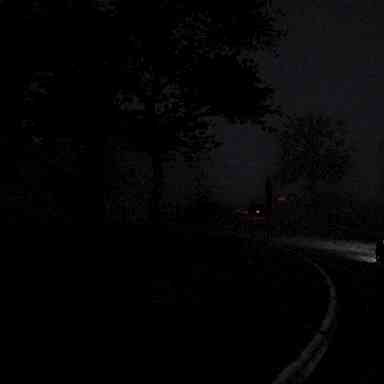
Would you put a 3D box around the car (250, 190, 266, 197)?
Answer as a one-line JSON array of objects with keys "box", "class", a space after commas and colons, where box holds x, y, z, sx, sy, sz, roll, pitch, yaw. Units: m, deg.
[{"box": [15.754, 0.876, 81.447, 2.097, 1.535, 5.008, 0, 1, 28], "class": "car"}]

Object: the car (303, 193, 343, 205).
[{"box": [19.887, 1.337, 50.574, 4.892, 1.521, 2.231, 0, 1, 23], "class": "car"}]

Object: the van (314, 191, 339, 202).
[{"box": [26.550, 0.842, 65.455, 4.442, 1.987, 1.878, 0, 1, 25], "class": "van"}]

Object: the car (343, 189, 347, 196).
[{"box": [35.176, 0.686, 82.648, 4.792, 1.488, 2.163, 0, 1, 30], "class": "car"}]

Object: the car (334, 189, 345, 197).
[{"box": [23.175, 0.960, 58.143, 5.566, 2.045, 2.435, 0, 1, 24], "class": "car"}]

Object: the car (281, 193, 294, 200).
[{"box": [20.636, 0.957, 71.461, 1.895, 1.301, 4.718, 0, 1, 26], "class": "car"}]

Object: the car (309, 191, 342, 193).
[{"box": [21.010, 1.170, 53.088, 4.553, 1.767, 2.185, 0, 1, 23], "class": "car"}]

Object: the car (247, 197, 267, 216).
[{"box": [6.764, 1.616, 34.108, 1.837, 1.490, 4.892, 0, 1, 11], "class": "car"}]

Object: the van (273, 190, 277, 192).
[{"box": [20.966, 0.422, 91.073, 1.878, 1.987, 4.442, 0, 1, 30], "class": "van"}]

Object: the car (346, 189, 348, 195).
[{"box": [37.894, 0.296, 87.383, 5.566, 2.045, 2.435, 0, 1, 31], "class": "car"}]

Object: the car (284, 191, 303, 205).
[{"box": [17.264, 1.144, 56.218, 2.097, 1.767, 4.553, 0, 1, 23], "class": "car"}]

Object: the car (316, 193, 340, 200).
[{"box": [28.807, 1.001, 70.432, 4.674, 1.452, 2.002, 0, 1, 26], "class": "car"}]

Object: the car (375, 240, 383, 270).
[{"box": [6.056, 1.624, 8.146, 2.033, 1.411, 5.357, 0, 0, 17], "class": "car"}]

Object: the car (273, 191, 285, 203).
[{"box": [16.526, 1.182, 62.463, 1.882, 1.535, 5.008, 0, 1, 24], "class": "car"}]

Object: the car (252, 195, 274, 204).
[{"box": [9.296, 1.550, 43.848, 1.994, 1.385, 4.181, 0, 1, 19], "class": "car"}]

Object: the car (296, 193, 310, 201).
[{"box": [23.721, 1.039, 70.937, 2.128, 1.511, 4.902, 0, 1, 26], "class": "car"}]

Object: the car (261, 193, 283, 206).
[{"box": [12.691, 1.403, 53.302, 2.033, 1.411, 5.357, 0, 1, 23], "class": "car"}]

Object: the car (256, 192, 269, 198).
[{"box": [18.315, 0.792, 86.306, 2.163, 1.488, 4.792, 0, 1, 29], "class": "car"}]

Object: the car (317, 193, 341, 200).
[{"box": [29.997, 0.934, 72.891, 4.792, 1.488, 2.163, 0, 1, 27], "class": "car"}]
